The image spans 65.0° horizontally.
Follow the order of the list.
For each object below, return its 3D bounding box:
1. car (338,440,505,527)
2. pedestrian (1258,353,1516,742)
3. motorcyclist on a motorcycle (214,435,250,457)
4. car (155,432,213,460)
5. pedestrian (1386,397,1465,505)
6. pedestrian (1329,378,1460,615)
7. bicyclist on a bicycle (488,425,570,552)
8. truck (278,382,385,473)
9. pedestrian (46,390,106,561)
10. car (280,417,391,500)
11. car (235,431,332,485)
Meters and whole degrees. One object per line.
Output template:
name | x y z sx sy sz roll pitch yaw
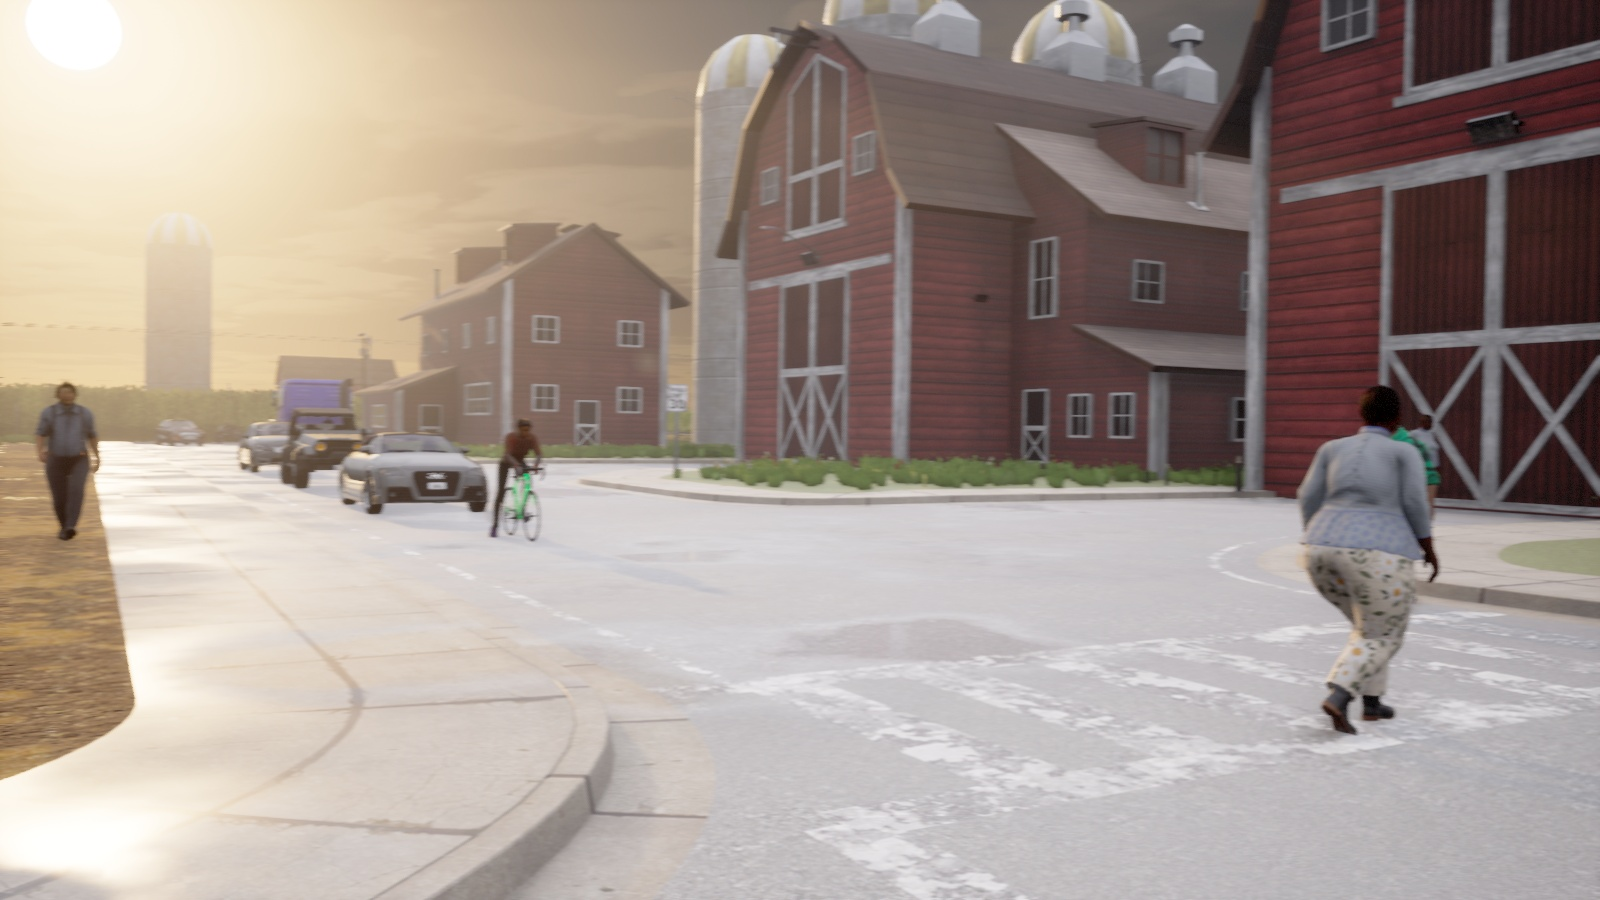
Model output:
car | -6.936 0.527 22.713 1.994 1.385 4.181 -1 1 -30
pedestrian | 3.065 0.457 6.595 0.900 1.855 0.874 -1 1 -32
motorcyclist on a motorcycle | -39.355 -0.292 87.047 0.866 1.530 2.191 1 1 29
car | -37.824 -0.271 77.062 2.033 1.649 4.856 -1 1 -40
pedestrian | 10.980 0.005 22.051 0.874 1.855 0.900 -1 1 -29
pedestrian | 5.141 0.377 10.866 0.873 1.952 0.659 -1 1 -33
bicyclist on a bicycle | -3.671 0.478 16.946 0.582 1.620 1.656 -2 2 -29
truck | -19.468 -0.900 51.896 2.891 3.462 7.936 -1 1 -30
pedestrian | -8.033 0.267 13.941 0.540 1.848 0.694 -1 1 -29
car | -11.306 0.165 30.422 1.905 1.878 3.866 -1 1 -29
car | -15.910 0.208 38.538 2.128 1.511 4.902 -1 1 -30
